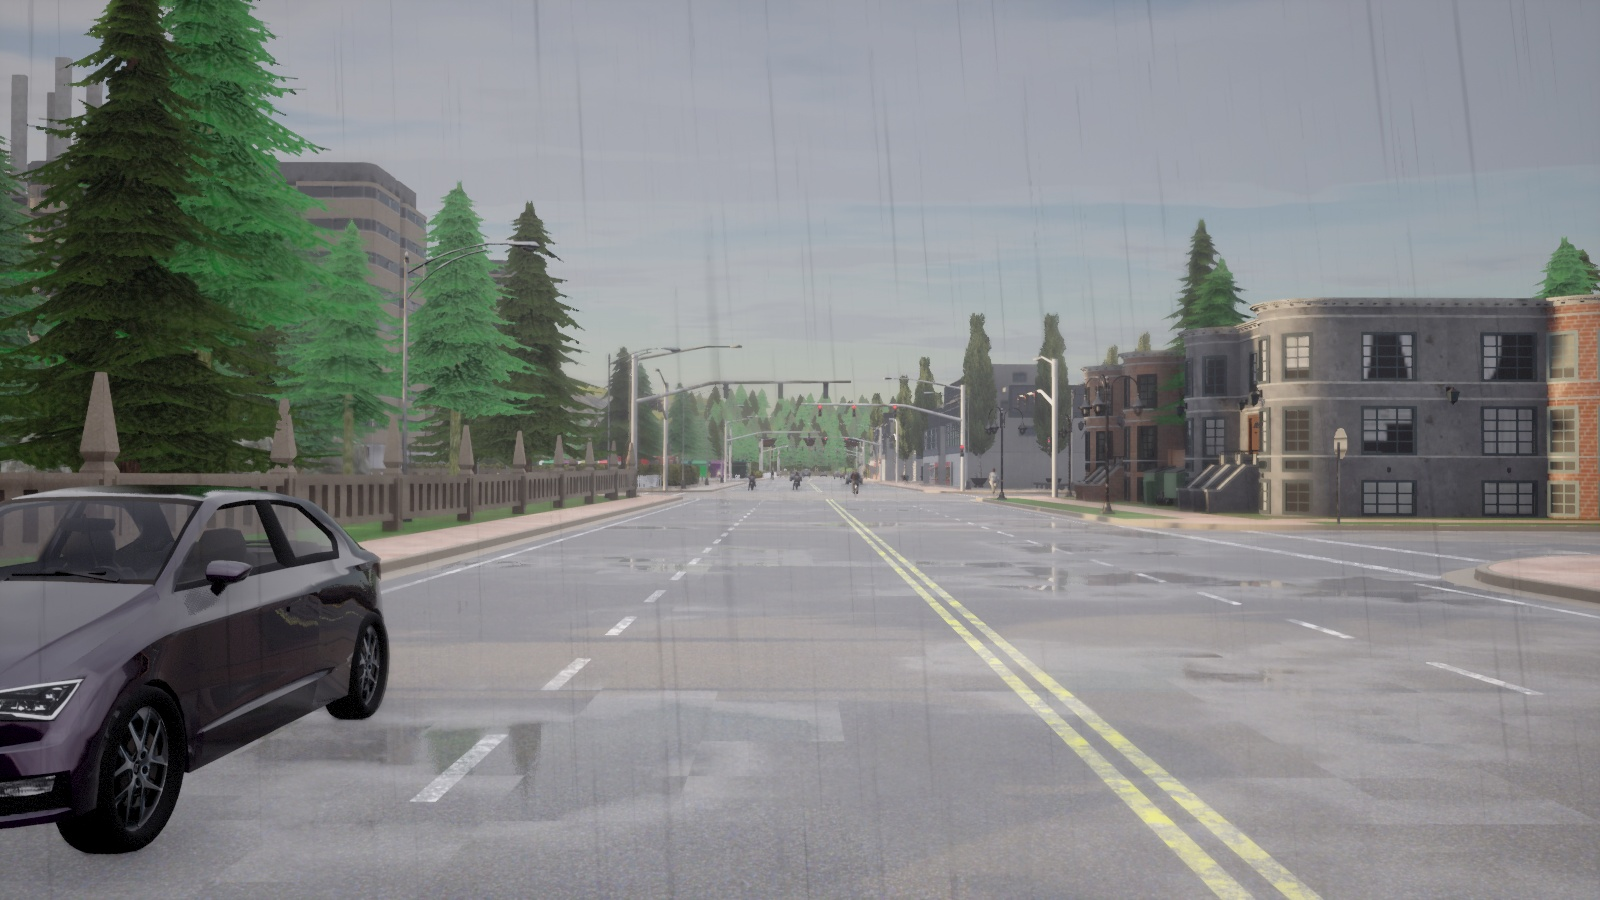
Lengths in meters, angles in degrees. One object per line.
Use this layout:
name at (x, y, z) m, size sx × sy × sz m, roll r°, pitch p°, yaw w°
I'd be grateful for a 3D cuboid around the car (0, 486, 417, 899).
car at (-3.515, 0.951, 6.460) m, size 1.816 × 1.474 × 4.193 m, roll 0°, pitch -1°, yaw 0°

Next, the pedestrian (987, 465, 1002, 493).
pedestrian at (13.176, 1.978, 85.242) m, size 0.874 × 1.855 × 0.900 m, roll 0°, pitch -1°, yaw 2°
